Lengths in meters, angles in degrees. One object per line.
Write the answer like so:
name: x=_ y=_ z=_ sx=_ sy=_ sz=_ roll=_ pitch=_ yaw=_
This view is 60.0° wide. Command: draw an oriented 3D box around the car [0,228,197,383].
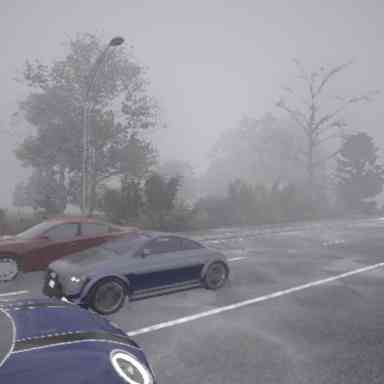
car: x=-2.448 y=1.350 z=2.119 sx=4.553 sy=1.767 sz=2.097 roll=1 pitch=-1 yaw=-35

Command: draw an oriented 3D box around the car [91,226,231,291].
car: x=-1.112 y=1.613 z=7.647 sx=4.181 sy=1.385 sz=1.994 roll=1 pitch=-1 yaw=-37

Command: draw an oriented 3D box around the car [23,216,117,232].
car: x=-3.886 y=1.525 z=9.935 sx=5.008 sy=1.535 sz=1.882 roll=1 pitch=0 yaw=-37
